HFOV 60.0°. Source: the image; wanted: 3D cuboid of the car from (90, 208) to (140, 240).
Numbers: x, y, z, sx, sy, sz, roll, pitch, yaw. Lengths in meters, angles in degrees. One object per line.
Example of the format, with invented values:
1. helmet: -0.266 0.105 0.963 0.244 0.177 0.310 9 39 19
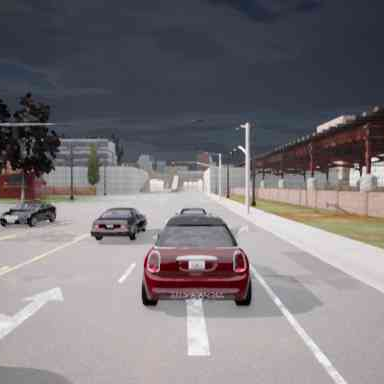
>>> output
1. car: -3.431 1.470 16.420 2.033 1.411 5.357 0 0 0

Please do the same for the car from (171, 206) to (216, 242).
1. car: 0.070 1.488 16.719 1.994 1.385 4.181 0 0 0

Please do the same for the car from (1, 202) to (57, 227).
1. car: -10.541 1.413 21.856 2.128 1.511 4.902 0 1 0

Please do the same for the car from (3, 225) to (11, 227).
1. car: -3.407 1.350 2.007 2.097 1.767 4.553 0 0 1

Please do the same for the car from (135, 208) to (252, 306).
1. car: 0.085 1.328 8.158 2.097 1.767 4.553 0 0 0
